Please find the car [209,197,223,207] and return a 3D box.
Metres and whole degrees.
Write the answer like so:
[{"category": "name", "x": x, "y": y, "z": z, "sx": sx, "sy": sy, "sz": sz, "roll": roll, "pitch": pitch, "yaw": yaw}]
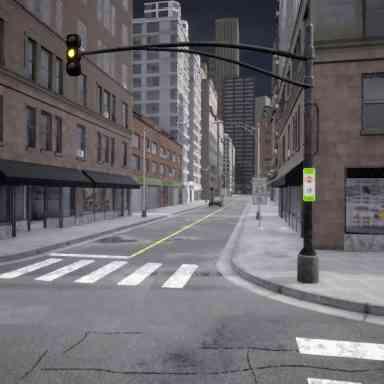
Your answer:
[{"category": "car", "x": 3.728, "y": 1.467, "z": 51.205, "sx": 1.882, "sy": 1.535, "sz": 5.008, "roll": 0, "pitch": 0, "yaw": 11}]
